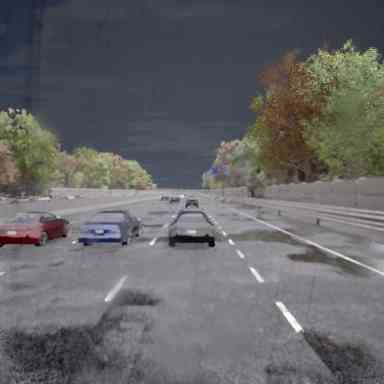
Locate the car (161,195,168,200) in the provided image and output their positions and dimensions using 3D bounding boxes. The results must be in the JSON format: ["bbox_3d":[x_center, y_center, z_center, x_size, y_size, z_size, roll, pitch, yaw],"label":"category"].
[{"bbox_3d":[-7.002,1.476,88.214,1.882,1.535,5.008,0,0,0],"label":"car"}]

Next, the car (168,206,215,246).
[{"bbox_3d":[-0.001,1.563,15.202,1.994,1.385,4.181,0,0,0],"label":"car"}]

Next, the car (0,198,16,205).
[{"bbox_3d":[-24.545,1.565,44.728,1.994,1.385,4.181,0,0,1],"label":"car"}]

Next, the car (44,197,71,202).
[{"bbox_3d":[-17.550,1.504,44.722,1.837,1.490,4.892,0,0,1],"label":"car"}]

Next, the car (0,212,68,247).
[{"bbox_3d":[-6.998,1.564,14.928,1.994,1.385,4.181,0,0,0],"label":"car"}]

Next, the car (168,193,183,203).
[{"bbox_3d":[-3.502,1.476,70.318,1.882,1.535,5.008,0,0,0],"label":"car"}]

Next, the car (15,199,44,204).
[{"bbox_3d":[-21.048,1.601,44.424,1.895,1.301,4.718,0,0,1],"label":"car"}]

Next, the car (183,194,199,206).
[{"bbox_3d":[-0.002,1.504,50.367,1.837,1.490,4.892,0,0,0],"label":"car"}]

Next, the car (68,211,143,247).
[{"bbox_3d":[-3.500,1.547,15.058,2.033,1.411,5.357,0,0,0],"label":"car"}]
